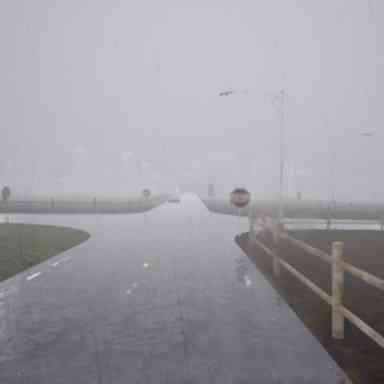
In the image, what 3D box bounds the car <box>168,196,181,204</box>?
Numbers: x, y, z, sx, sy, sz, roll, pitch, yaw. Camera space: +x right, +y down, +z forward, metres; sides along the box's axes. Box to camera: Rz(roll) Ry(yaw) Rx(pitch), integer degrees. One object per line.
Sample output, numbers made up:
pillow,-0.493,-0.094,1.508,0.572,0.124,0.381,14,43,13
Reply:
car,-2.774,1.242,53.579,1.895,1.301,4.718,0,1,0
